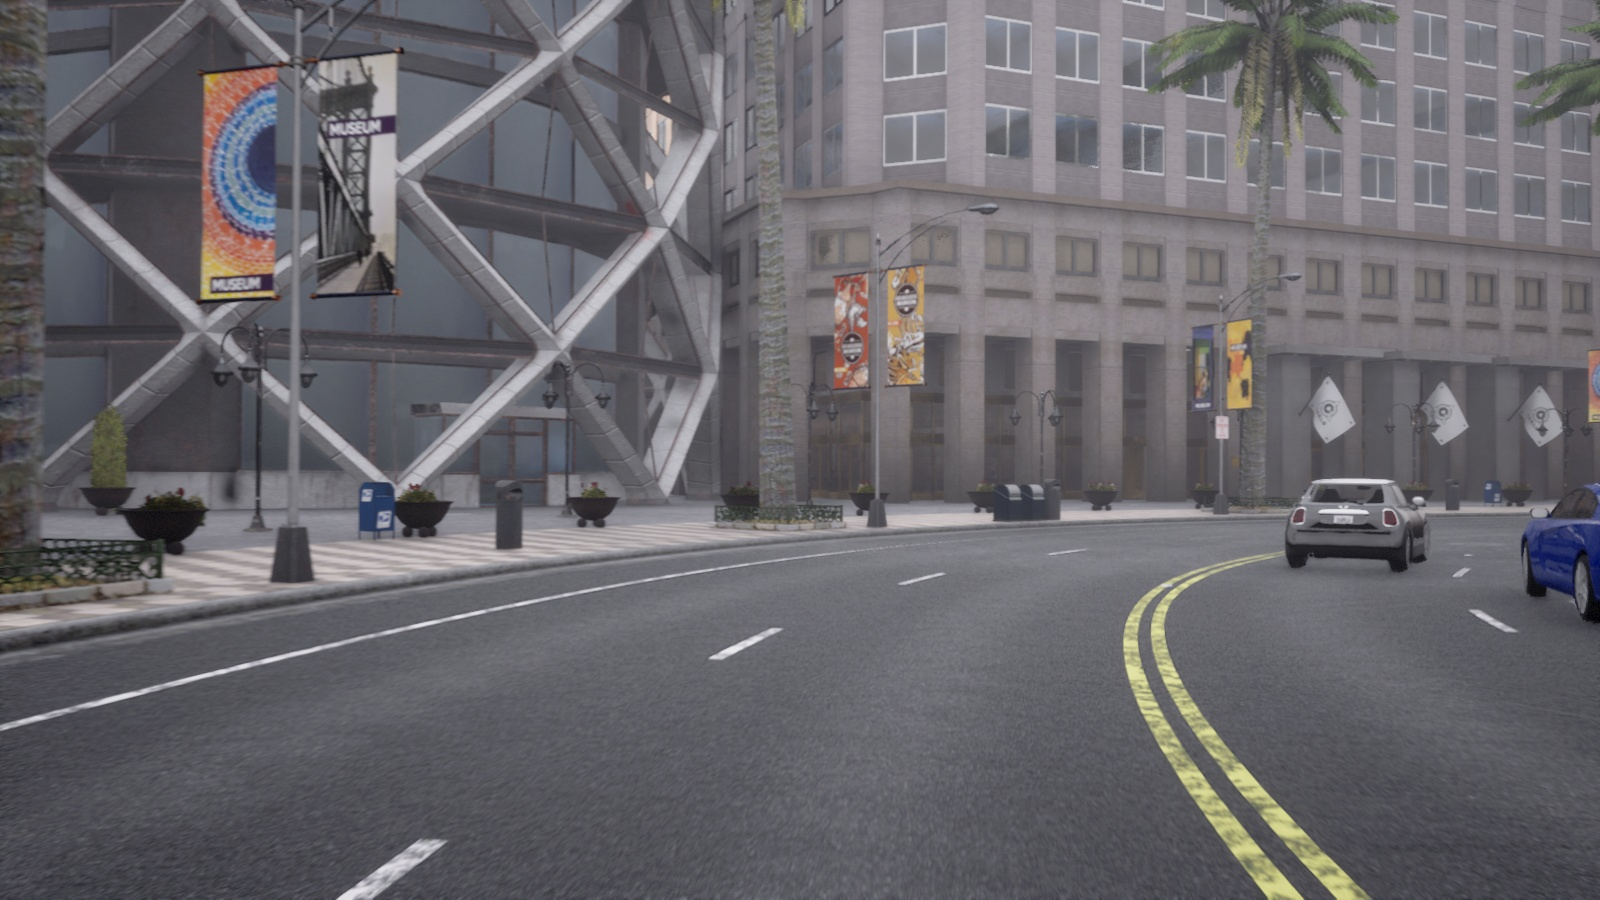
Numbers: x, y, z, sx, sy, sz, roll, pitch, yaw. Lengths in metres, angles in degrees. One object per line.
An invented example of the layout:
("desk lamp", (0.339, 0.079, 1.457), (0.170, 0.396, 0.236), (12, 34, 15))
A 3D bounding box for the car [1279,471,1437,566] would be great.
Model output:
("car", (9.764, 1.115, 21.829), (1.970, 1.475, 3.806), (-1, -1, 32))

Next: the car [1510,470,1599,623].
("car", (9.774, 1.006, 14.566), (1.882, 1.535, 5.008), (-1, -1, 20))
